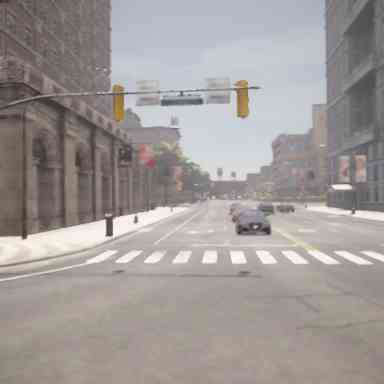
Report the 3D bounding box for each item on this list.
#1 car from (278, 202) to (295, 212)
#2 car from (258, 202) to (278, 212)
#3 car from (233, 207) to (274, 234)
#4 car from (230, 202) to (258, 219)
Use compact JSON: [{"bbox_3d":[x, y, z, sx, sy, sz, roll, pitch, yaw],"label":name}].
[{"bbox_3d":[13.340,2.159,47.529,2.033,1.411,5.357,-1,-1,5],"label":"car"},{"bbox_3d":[9.572,2.092,43.521,1.837,1.490,4.892,-1,-1,5],"label":"car"},{"bbox_3d":[3.847,1.862,21.200,1.994,1.385,4.181,-1,-1,5],"label":"car"},{"bbox_3d":[4.736,1.967,30.987,1.812,1.442,4.674,-1,-1,5],"label":"car"}]
